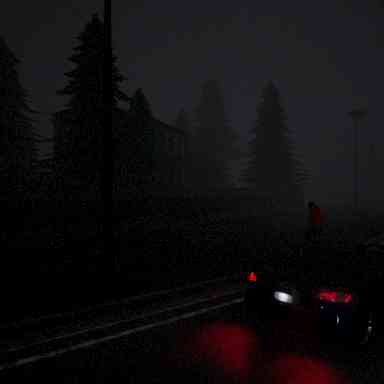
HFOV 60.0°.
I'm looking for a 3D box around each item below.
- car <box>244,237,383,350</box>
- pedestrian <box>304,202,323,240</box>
[{"bbox_3d":[2.925,1.564,6.330,4.181,1.385,1.994,0,0,-40],"label":"car"},{"bbox_3d":[4.189,1.141,11.466,0.375,1.860,0.375,0,0,-43],"label":"pedestrian"}]
